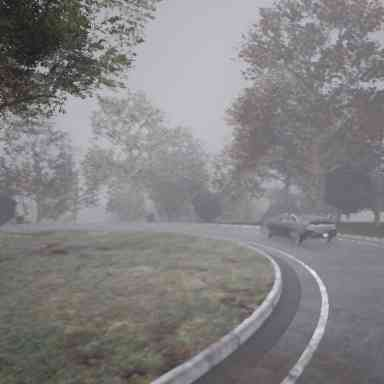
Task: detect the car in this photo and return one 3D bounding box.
[{"bbox_3d":[5.368,1.794,17.360,2.128,1.511,4.902,0,-1,-16],"label":"car"}]
